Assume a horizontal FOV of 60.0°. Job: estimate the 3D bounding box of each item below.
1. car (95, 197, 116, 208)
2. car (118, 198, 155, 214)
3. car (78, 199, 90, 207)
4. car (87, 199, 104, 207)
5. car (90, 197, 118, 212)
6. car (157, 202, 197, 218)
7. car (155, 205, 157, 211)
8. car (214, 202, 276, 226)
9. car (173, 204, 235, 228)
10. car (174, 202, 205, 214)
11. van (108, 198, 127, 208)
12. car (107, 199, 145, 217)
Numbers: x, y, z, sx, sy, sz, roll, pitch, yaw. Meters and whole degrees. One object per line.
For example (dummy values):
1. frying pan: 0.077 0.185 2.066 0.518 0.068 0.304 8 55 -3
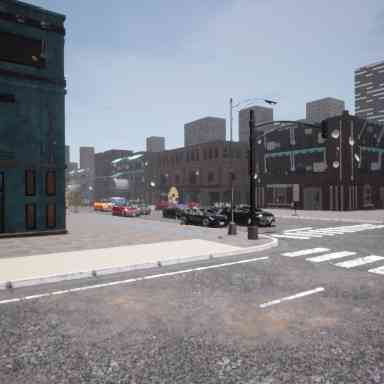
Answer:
1. car: -16.451 1.939 63.431 2.192 1.841 5.009 -1 0 -36
2. car: -6.762 1.764 39.923 2.097 1.767 4.553 -1 0 -35
3. car: -21.310 2.192 65.805 2.128 1.511 4.902 -1 0 -36
4. car: -19.663 2.227 67.936 1.887 1.381 4.507 -1 0 -36
5. car: -12.557 1.875 48.104 2.097 1.767 4.553 -1 0 -35
6. car: -1.240 1.869 32.205 1.994 1.385 4.181 -1 0 -35
7. car: -3.577 1.966 45.414 1.802 1.307 4.206 -2 0 -36
8. car: 4.006 1.706 24.788 1.837 1.490 4.892 -1 0 -34
9. car: 0.785 1.814 24.674 1.947 1.339 4.313 -2 0 -36
10. car: -0.362 1.903 40.910 1.802 1.307 4.206 -2 0 -36
11. van: -13.234 1.906 58.927 1.690 1.788 3.998 -1 0 -36
12. car: -7.183 1.846 36.037 1.967 1.590 4.097 -1 0 -36
